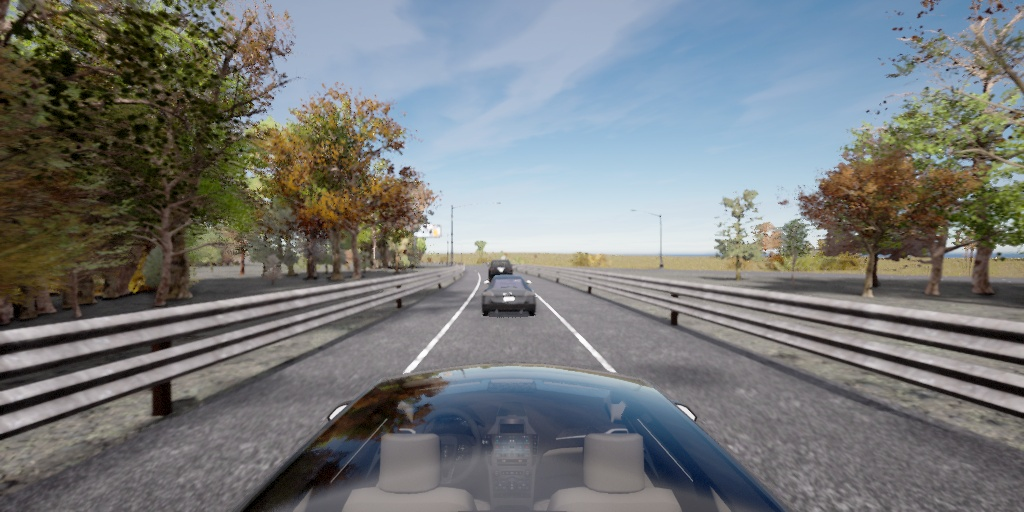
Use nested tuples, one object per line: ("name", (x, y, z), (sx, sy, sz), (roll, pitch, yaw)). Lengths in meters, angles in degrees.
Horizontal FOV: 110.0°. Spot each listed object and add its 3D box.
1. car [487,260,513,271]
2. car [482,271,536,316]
("car", (-1.096, 1.341, 32.720), (2.150, 2.045, 5.566), (0, -1, -4))
("car", (-0.160, 1.461, 14.283), (1.994, 1.385, 4.181), (0, -1, -2))
